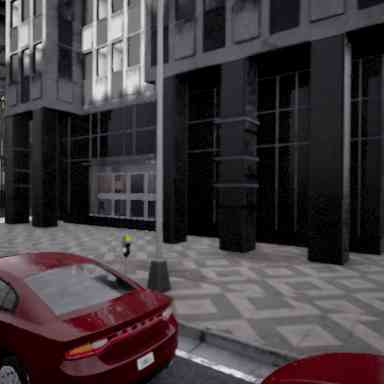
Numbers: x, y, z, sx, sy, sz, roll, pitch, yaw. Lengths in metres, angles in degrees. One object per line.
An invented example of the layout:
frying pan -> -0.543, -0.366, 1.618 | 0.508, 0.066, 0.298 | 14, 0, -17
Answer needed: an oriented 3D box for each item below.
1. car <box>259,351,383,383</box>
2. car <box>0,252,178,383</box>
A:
car -> 2.319, 1.553, 1.306 | 4.507, 1.381, 1.887 | 0, 0, 35
car -> -2.274, 1.514, 4.581 | 4.507, 1.381, 1.887 | 0, 0, 35
